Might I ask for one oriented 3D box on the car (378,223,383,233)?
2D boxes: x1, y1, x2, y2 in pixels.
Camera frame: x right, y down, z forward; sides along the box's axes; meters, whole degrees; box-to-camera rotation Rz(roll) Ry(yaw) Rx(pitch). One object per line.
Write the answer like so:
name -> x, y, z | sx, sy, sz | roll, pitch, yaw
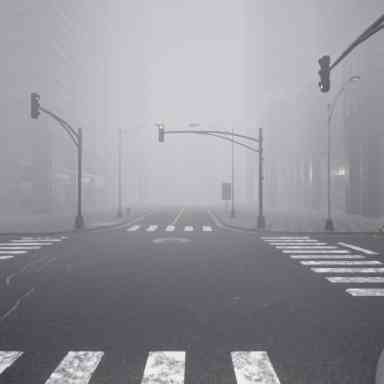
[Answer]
car -> 11.758, 1.563, 16.205 | 4.829, 1.417, 1.752 | 0, -1, 0
